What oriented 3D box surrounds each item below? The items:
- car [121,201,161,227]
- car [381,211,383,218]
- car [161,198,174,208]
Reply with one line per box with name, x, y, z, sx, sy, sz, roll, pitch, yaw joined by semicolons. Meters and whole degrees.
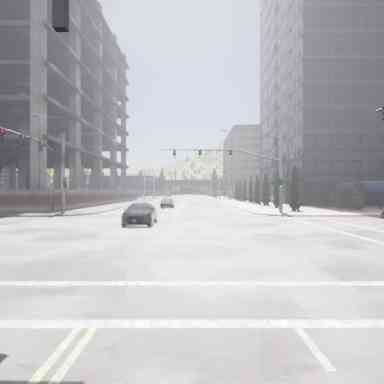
car;-3.495;1.476;22.672;1.882;1.535;5.008;0;0;0
car;16.909;1.503;25.026;4.892;1.490;1.837;0;0;0
car;-3.488;1.533;47.363;2.033;1.411;5.357;0;0;0
